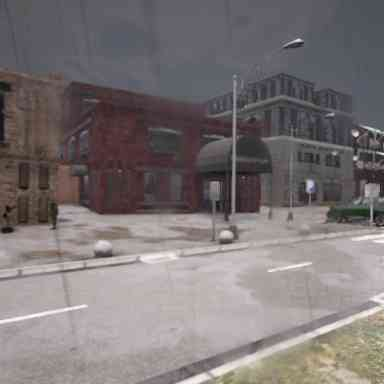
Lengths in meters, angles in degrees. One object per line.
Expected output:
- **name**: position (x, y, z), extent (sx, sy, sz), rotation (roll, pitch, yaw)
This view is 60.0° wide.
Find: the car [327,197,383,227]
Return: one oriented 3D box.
- **car**: position (12.934, 1.393, 24.713), extent (2.435, 2.045, 5.566), rotation (0, 0, -35)
